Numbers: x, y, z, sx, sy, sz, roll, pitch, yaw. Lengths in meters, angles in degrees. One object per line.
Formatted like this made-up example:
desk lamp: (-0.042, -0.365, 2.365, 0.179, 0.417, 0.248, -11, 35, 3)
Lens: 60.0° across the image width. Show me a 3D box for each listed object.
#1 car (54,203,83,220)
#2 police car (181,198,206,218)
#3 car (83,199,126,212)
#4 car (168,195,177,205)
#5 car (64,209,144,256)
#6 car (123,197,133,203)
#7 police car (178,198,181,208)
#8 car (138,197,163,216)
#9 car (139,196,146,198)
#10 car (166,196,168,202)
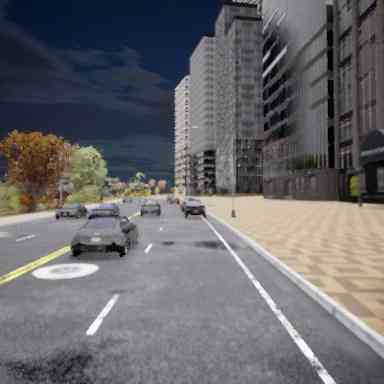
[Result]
car: (-10.524, 1.654, 29.317, 1.994, 1.385, 4.181, 0, 0, -3)
police car: (0.231, 1.496, 31.371, 1.930, 1.638, 5.238, 0, 0, -3)
car: (-7.211, 1.627, 28.096, 2.033, 1.411, 5.357, 0, 0, -2)
car: (-3.306, 1.712, 65.284, 1.812, 1.442, 4.674, 0, 0, -6)
car: (-3.309, 1.599, 13.351, 1.994, 1.385, 4.181, 0, 0, -1)
car: (-13.794, 1.703, 71.538, 1.994, 1.385, 4.181, 0, 0, -6)
police car: (-0.339, 1.526, 41.449, 1.930, 1.638, 5.238, 0, 0, -4)
car: (-4.028, 1.579, 33.341, 2.128, 1.511, 4.902, 0, 0, -3)
car: (-10.410, 1.665, 70.557, 2.128, 1.511, 4.902, 0, 0, -6)
car: (-5.178, 1.450, 81.618, 2.097, 1.767, 4.553, 0, 0, -8)
